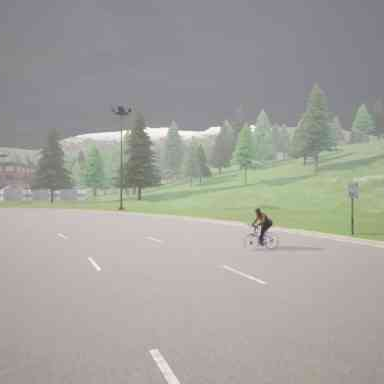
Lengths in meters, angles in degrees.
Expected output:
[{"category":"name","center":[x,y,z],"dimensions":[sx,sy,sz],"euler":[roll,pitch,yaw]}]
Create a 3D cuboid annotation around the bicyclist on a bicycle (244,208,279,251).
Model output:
[{"category":"bicyclist on a bicycle","center":[2.676,1.452,12.812],"dimensions":[1.656,1.620,0.582],"euler":[-1,0,-25]}]
